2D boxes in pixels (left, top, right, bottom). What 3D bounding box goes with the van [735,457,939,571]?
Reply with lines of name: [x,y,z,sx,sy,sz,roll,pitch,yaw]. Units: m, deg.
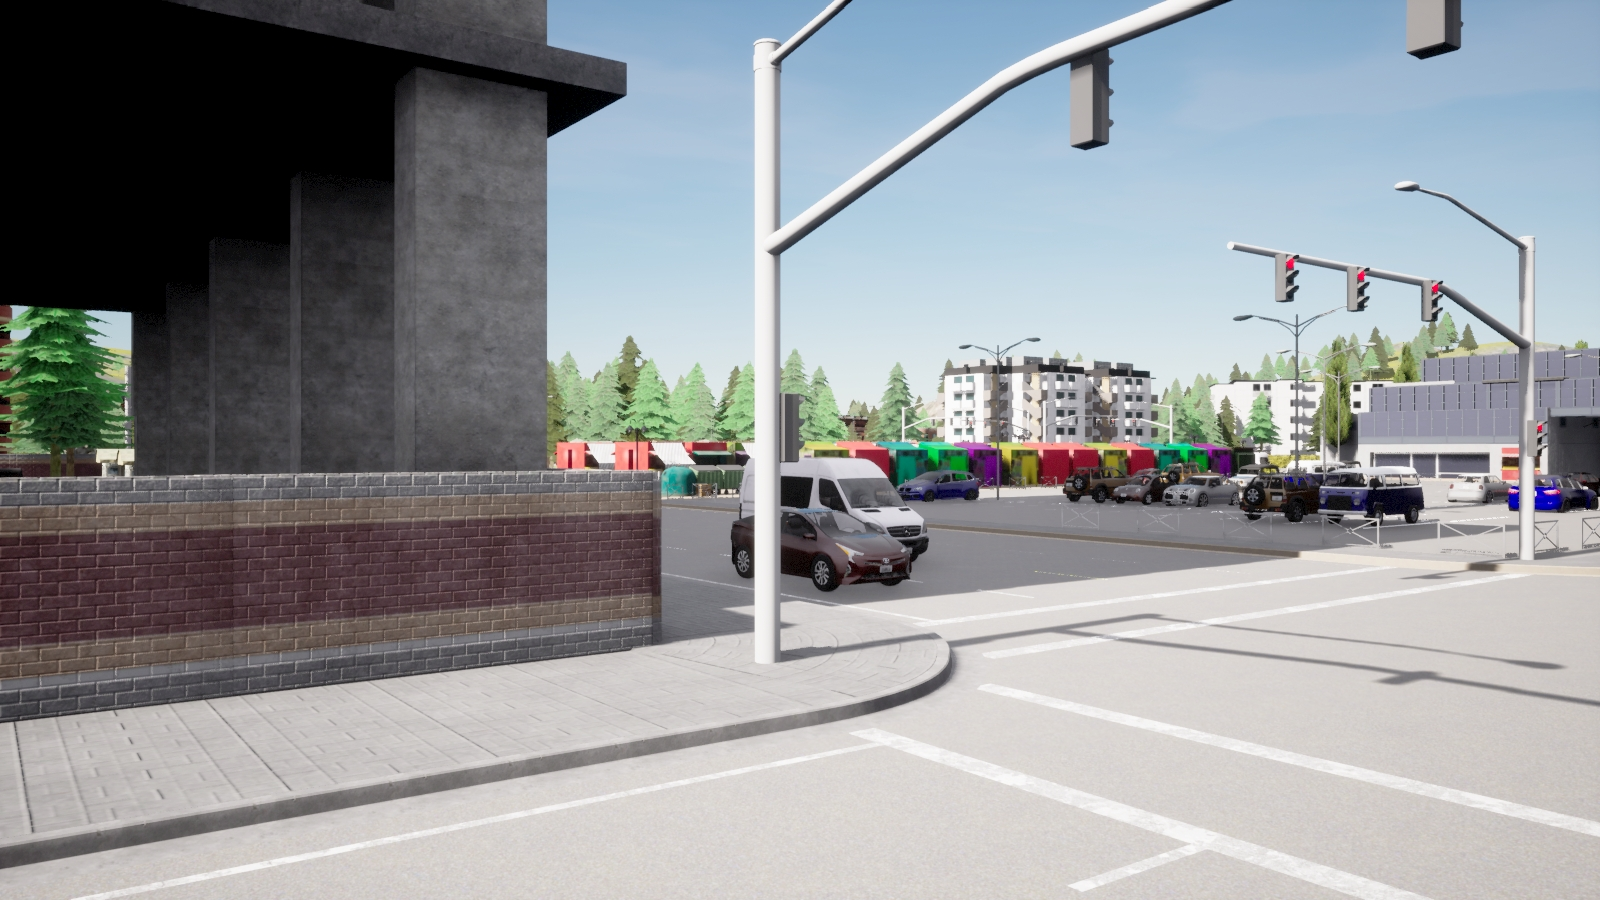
van: [0.780,1.479,29.066,1.988,2.561,5.915,0,0,-36]

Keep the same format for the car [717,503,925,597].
car: [0.324,1.984,23.786,2.007,1.525,4.514,0,0,-36]
